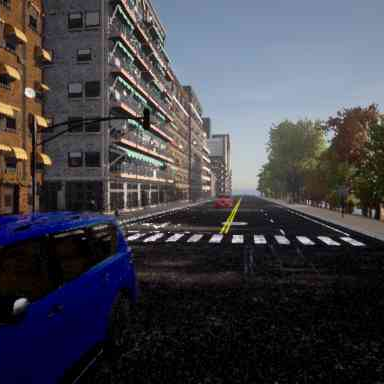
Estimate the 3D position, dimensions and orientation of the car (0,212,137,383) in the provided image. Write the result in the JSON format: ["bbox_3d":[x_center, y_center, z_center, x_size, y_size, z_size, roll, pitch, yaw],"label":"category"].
[{"bbox_3d":[-2.272,1.322,3.359,2.150,2.045,5.566,-1,0,9],"label":"car"}]

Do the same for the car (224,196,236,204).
[{"bbox_3d":[7.698,1.530,66.796,2.128,1.511,4.902,0,0,9],"label":"car"}]

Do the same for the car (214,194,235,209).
[{"bbox_3d":[4.347,1.260,45.442,2.150,2.045,5.566,0,0,9],"label":"car"}]
